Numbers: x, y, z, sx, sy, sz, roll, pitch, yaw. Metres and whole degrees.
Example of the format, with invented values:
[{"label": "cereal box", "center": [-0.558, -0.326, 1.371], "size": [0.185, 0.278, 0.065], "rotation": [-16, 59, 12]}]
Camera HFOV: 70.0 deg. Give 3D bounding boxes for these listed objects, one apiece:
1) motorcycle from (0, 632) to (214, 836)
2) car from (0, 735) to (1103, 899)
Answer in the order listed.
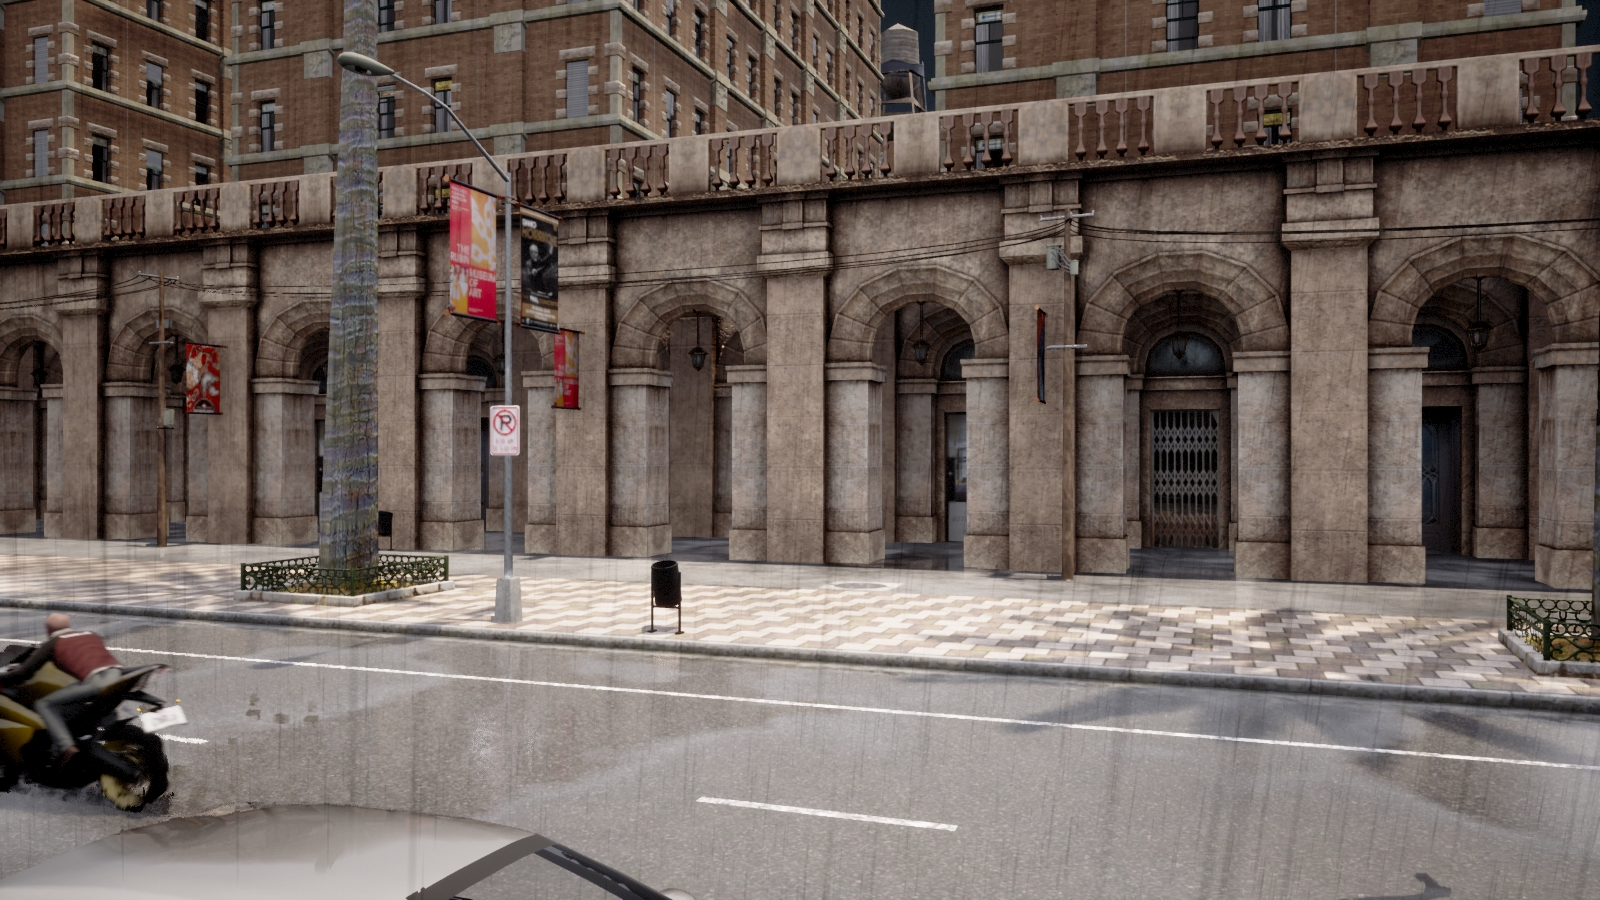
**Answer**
[{"label": "motorcycle", "center": [-5.914, 2.209, 9.179], "size": [2.209, 1.251, 0.867], "rotation": [0, 0, 20]}, {"label": "car", "center": [-1.248, 2.067, 3.754], "size": [4.193, 1.474, 1.816], "rotation": [0, 0, 20]}]
